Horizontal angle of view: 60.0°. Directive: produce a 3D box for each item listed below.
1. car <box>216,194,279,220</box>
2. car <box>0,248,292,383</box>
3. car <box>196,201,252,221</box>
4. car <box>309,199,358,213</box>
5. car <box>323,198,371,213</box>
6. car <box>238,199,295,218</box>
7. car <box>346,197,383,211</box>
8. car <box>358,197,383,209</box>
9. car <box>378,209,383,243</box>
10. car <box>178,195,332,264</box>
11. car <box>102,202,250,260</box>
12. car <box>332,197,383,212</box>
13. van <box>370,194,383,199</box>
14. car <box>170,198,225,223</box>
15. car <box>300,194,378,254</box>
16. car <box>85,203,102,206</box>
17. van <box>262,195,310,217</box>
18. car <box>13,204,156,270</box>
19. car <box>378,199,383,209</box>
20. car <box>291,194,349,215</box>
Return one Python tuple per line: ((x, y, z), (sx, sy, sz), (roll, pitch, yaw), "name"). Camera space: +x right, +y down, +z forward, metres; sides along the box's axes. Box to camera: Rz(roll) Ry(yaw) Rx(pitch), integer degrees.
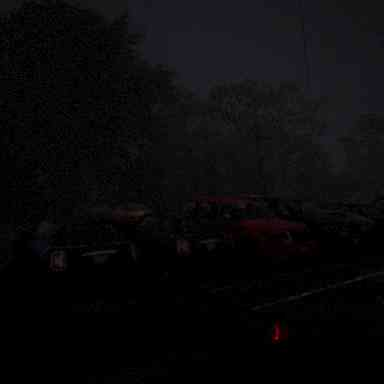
((4.868, 1.262, 30.115), (2.435, 2.045, 5.566), (0, 0, -36), "car")
((-1.059, 1.565, 2.928), (4.181, 1.385, 1.994), (0, 0, -35), "car")
((2.643, 1.538, 28.453), (2.163, 1.488, 4.792), (0, 0, -36), "car")
((16.157, 1.554, 38.188), (2.163, 1.488, 4.792), (0, 0, -36), "car")
((18.455, 1.551, 39.759), (2.163, 1.488, 4.792), (0, 0, -36), "car")
((7.034, 1.515, 31.857), (1.946, 1.575, 5.366), (0, 0, -36), "car")
((22.954, 1.497, 43.007), (2.097, 1.535, 5.008), (0, 0, -36), "car")
((25.214, 1.484, 44.622), (2.231, 1.521, 4.892), (0, 0, -36), "car")
((6.067, 1.538, 14.853), (2.002, 1.452, 4.674), (0, 0, -36), "car")
((1.522, 1.237, 11.571), (2.435, 2.045, 5.566), (0, 0, -36), "car")
((-0.756, 1.358, 9.938), (2.185, 1.767, 4.553), (0, 0, -36), "car")
((20.585, 1.506, 41.546), (1.946, 1.575, 5.366), (0, 0, -36), "car")
((12.839, 1.287, 19.843), (1.878, 1.987, 4.442), (0, 0, -36), "van")
((0.350, 1.378, 26.886), (2.185, 1.767, 4.553), (0, 0, -36), "car")
((3.802, 1.242, 13.202), (2.435, 2.045, 5.566), (0, 0, -36), "car")
((-6.409, 1.491, 22.022), (2.231, 1.521, 4.892), (0, 0, -36), "car")
((9.332, 1.297, 33.415), (1.878, 1.987, 4.442), (0, 0, -36), "van")
((-3.037, 1.354, 8.307), (2.185, 1.767, 4.553), (0, 0, -36), "car")
((8.328, 1.377, 16.512), (2.185, 1.767, 4.553), (0, 0, -36), "car")
((13.933, 1.276, 36.527), (2.435, 2.045, 5.566), (0, 0, -36), "car")
